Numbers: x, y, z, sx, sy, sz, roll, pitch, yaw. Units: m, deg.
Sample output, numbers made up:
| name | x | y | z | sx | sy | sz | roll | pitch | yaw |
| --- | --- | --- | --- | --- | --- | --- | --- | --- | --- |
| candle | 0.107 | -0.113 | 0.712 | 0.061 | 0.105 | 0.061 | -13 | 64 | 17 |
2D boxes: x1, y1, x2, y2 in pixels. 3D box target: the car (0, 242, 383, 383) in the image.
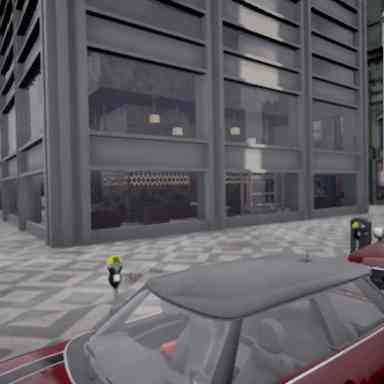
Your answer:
| name | x | y | z | sx | sy | sz | roll | pitch | yaw |
| --- | --- | --- | --- | --- | --- | --- | --- | --- | --- |
| car | 0.121 | 1.405 | 2.619 | 4.097 | 1.590 | 1.967 | -2 | 1 | -35 |

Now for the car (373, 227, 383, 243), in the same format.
| name | x | y | z | sx | sy | sz | roll | pitch | yaw |
| --- | --- | --- | --- | --- | --- | --- | --- | --- | --- |
| car | 4.708 | 1.157 | 5.890 | 5.009 | 1.841 | 2.192 | -2 | 1 | -35 |
